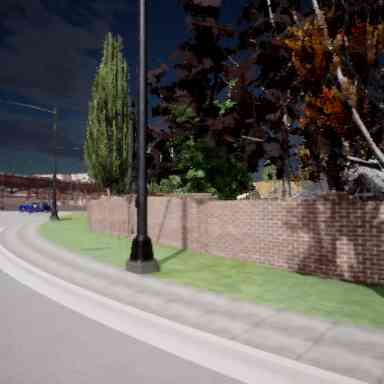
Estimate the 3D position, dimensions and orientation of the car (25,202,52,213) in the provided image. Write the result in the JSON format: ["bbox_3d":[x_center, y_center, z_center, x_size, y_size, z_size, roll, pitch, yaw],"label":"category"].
[{"bbox_3d":[-22.962,2.248,50.678,2.097,1.767,4.553,0,-2,-2],"label":"car"}]

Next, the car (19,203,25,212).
[{"bbox_3d":[-26.596,2.535,54.960,1.882,1.535,5.008,-1,-3,1],"label":"car"}]
